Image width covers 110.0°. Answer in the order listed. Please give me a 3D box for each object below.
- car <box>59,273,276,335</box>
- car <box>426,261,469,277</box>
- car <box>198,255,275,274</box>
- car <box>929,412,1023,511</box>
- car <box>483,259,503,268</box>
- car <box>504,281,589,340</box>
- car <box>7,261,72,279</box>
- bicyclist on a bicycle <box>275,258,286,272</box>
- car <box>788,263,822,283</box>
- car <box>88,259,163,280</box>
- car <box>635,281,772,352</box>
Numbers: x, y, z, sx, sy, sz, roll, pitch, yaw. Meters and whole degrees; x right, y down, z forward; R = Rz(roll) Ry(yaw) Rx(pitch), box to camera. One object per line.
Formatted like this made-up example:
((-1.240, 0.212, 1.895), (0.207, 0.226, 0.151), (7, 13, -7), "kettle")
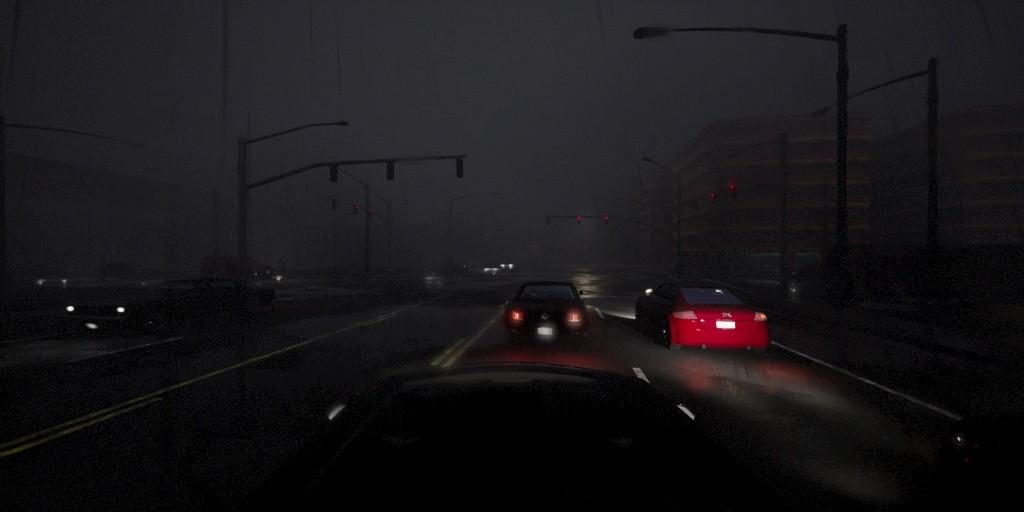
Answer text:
((-9.662, 1.351, 10.682), (1.895, 1.301, 4.718), (0, 0, 8), "car")
((-6.339, 1.250, 35.952), (2.033, 1.411, 5.357), (0, 0, 23), "car")
((-22.403, 0.971, 29.250), (5.566, 2.045, 2.150), (0, 0, 7), "car")
((3.641, 1.242, 0.280), (2.128, 1.511, 4.902), (0, 0, 1), "car")
((-3.032, 1.111, 53.532), (1.994, 1.385, 4.181), (0, 1, 8), "car")
((1.035, 1.351, 10.003), (1.895, 1.301, 4.718), (0, 0, 8), "car")
((-42.464, 1.351, 31.958), (4.718, 1.301, 1.895), (0, 0, 13), "car")
((-26.263, 1.053, 40.776), (0.582, 1.620, 1.656), (0, 0, 7), "bicyclist on a bicycle")
((23.398, 1.276, 27.514), (4.674, 1.442, 1.812), (0, 0, 6), "car")
((-32.506, 1.228, 30.481), (5.008, 1.535, 1.882), (0, 0, 7), "car")
((4.435, 1.314, 8.990), (1.994, 1.385, 4.181), (0, 0, 7), "car")
